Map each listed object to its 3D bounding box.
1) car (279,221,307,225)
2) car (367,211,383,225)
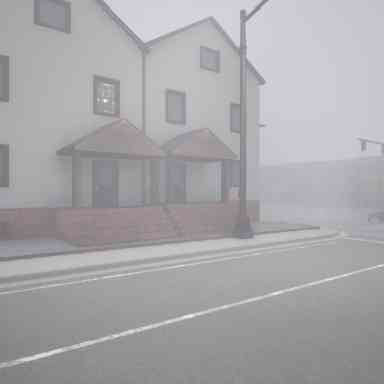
[{"bbox_3d":[8.588,3.480,31.355,2.128,1.511,4.902,-1,-12,-36],"label":"car"},{"bbox_3d":[16.644,1.735,26.523,1.882,1.535,5.008,0,-6,-36],"label":"car"}]
